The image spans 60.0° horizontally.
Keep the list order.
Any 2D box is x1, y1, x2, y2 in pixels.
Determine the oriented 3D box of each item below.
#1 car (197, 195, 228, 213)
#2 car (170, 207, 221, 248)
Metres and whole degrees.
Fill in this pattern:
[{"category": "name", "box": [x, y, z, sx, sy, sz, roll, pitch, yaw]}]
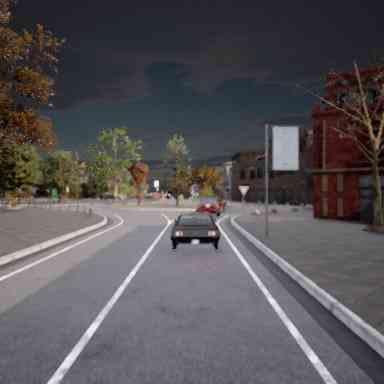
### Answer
[{"category": "car", "box": [1.917, 1.150, 30.409, 2.097, 1.767, 4.553, 0, 2, 16]}, {"category": "car", "box": [0.132, 1.547, 14.454, 1.895, 1.301, 4.718, 0, 0, 0]}]
